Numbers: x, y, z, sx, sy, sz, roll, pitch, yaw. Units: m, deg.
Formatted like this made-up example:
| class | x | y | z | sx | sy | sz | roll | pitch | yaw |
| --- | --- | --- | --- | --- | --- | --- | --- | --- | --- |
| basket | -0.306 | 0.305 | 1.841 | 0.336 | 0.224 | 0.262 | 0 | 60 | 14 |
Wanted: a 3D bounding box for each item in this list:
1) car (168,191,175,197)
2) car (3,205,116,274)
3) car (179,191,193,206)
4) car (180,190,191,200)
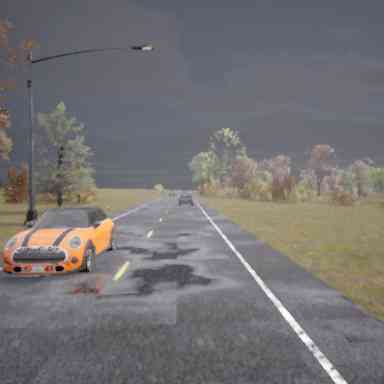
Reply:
| class | x | y | z | sx | sy | sz | roll | pitch | yaw |
| --- | --- | --- | --- | --- | --- | --- | --- | --- | --- |
| car | -5.399 | 0.499 | 89.578 | 2.033 | 1.411 | 5.357 | -1 | 1 | -1 |
| car | -3.796 | 1.262 | 10.315 | 2.097 | 1.767 | 4.553 | -1 | 1 | -1 |
| car | -0.817 | 0.959 | 43.901 | 2.128 | 1.511 | 4.902 | -1 | 1 | -1 |
| car | -1.254 | 0.586 | 63.219 | 2.097 | 1.767 | 4.553 | -1 | 1 | -1 |
